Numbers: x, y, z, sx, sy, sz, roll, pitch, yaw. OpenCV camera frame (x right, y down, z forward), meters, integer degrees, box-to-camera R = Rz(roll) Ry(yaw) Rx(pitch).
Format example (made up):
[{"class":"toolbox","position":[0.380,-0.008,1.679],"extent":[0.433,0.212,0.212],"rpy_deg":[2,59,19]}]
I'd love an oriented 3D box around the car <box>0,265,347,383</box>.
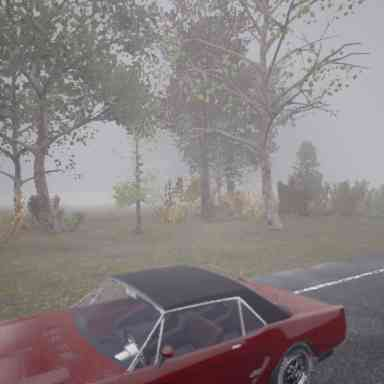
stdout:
[{"class":"car","position":[-0.516,1.600,3.523],"extent":[4.718,1.301,1.895],"rpy_deg":[0,0,-34]}]
